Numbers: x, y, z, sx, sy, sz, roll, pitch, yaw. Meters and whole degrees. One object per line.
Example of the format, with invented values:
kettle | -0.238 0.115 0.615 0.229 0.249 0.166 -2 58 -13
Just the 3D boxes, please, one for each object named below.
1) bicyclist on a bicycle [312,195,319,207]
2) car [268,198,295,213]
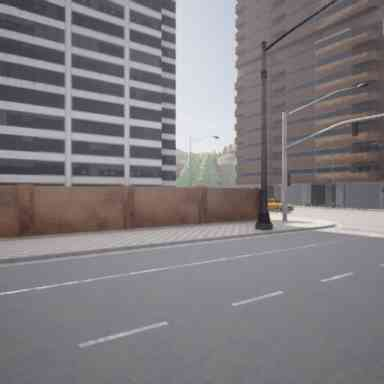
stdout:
bicyclist on a bicycle | 17.250 1.283 46.286 1.656 1.620 0.582 0 0 -36
car | 9.089 1.465 37.123 1.882 1.535 5.008 0 0 -36
